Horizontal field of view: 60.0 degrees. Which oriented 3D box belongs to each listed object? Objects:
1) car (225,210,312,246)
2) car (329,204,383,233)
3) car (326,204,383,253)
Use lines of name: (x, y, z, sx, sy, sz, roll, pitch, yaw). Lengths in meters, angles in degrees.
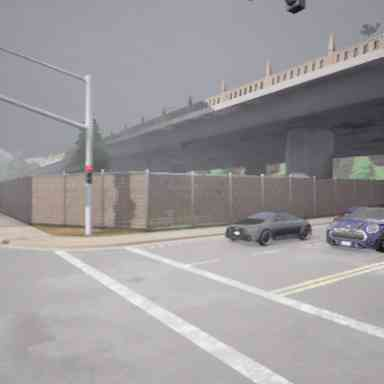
car: (3.532, 1.533, 15.094, 4.181, 1.385, 1.994, 0, 0, -34)
car: (10.352, 1.490, 19.968, 4.181, 1.385, 1.994, 0, 0, -35)
car: (7.550, 1.311, 13.666, 4.553, 1.767, 2.097, 0, 0, -35)
